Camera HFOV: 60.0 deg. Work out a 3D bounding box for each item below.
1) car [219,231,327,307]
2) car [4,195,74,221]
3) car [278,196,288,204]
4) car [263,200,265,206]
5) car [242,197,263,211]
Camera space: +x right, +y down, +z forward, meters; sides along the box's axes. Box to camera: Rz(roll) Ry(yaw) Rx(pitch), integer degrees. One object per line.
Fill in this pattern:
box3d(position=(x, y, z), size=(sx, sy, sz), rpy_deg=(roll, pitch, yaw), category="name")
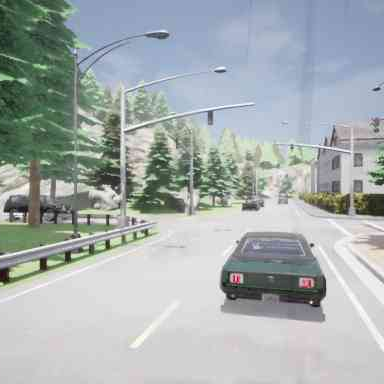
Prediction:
box3d(position=(1.986, 1.601, 8.067), size=(1.895, 1.301, 4.718), rpy_deg=(0, 0, 15), category="car")
box3d(position=(-12.368, 1.237, 26.911), size=(5.566, 2.045, 2.150), rpy_deg=(0, 0, 15), category="car")
box3d(position=(17.362, 1.547, 63.527), size=(2.033, 1.411, 5.357), rpy_deg=(0, 0, 16), category="car")
box3d(position=(10.072, 1.491, 51.024), size=(2.128, 1.511, 4.902), rpy_deg=(0, 0, 16), category="car")
box3d(position=(7.332, 1.601, 41.207), size=(1.895, 1.301, 4.718), rpy_deg=(0, 0, 16), category="car")
